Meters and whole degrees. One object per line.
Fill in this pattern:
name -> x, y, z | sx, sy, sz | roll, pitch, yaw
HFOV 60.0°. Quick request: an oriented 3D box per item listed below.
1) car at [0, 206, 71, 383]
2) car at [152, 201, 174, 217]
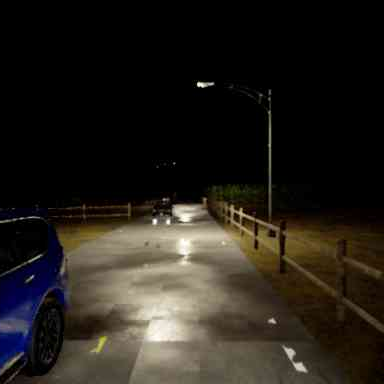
car -> -2.837, 1.217, 2.664 | 2.150, 2.045, 5.566 | 0, 0, 0
car -> -2.734, 1.618, 32.576 | 2.033, 1.411, 5.357 | 0, 0, 0
